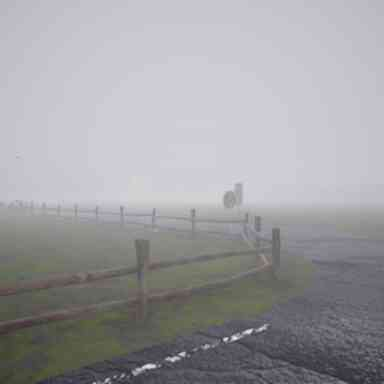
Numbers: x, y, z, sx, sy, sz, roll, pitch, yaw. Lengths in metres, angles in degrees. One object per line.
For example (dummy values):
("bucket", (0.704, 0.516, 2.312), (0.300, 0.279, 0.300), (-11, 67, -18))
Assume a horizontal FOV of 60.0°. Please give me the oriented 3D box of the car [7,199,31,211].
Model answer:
("car", (-24.260, 1.841, 46.816), (2.097, 1.767, 4.553), (0, 0, -44))
